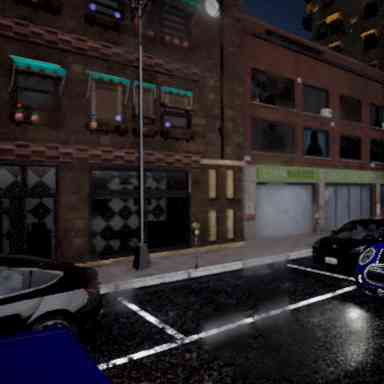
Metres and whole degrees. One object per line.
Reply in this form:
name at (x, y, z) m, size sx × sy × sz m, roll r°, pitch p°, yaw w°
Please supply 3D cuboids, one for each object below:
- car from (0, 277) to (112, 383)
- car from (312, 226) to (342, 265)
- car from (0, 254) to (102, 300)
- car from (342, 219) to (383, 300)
car at (-2.690, 1.603, 1.458) m, size 4.718 × 1.301 × 1.895 m, roll 0°, pitch 0°, yaw -36°
car at (5.691, 1.557, 10.626) m, size 4.313 × 1.339 × 1.947 m, roll 0°, pitch 0°, yaw -35°
car at (-3.304, 1.567, 4.212) m, size 4.313 × 1.339 × 1.947 m, roll 0°, pitch 0°, yaw -35°
car at (5.646, 1.344, 7.399) m, size 4.553 × 1.767 × 2.097 m, roll 0°, pitch 0°, yaw -35°
